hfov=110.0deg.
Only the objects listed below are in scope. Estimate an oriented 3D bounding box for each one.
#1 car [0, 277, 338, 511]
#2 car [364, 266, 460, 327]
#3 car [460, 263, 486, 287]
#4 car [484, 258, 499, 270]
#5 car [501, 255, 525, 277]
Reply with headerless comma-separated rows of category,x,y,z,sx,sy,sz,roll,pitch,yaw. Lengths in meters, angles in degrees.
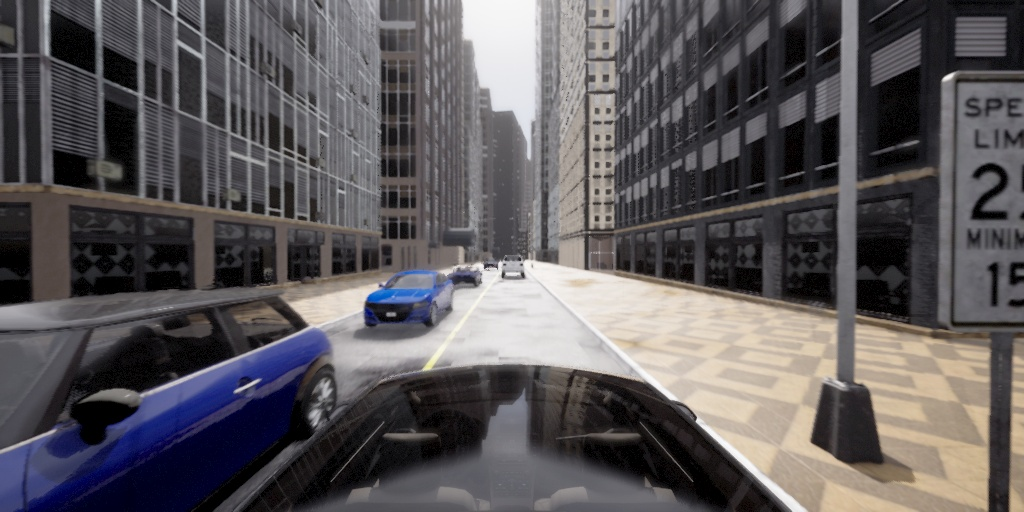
car,-3.096,1.100,2.313,2.097,1.767,4.553,0,0,0
car,-3.095,1.220,11.685,1.882,1.535,5.008,0,0,0
car,-3.083,1.338,24.507,1.895,1.301,4.718,0,0,0
car,-2.997,1.013,51.942,2.097,1.767,4.553,0,0,0
car,0.101,0.951,34.796,2.150,2.045,5.566,0,-1,0
